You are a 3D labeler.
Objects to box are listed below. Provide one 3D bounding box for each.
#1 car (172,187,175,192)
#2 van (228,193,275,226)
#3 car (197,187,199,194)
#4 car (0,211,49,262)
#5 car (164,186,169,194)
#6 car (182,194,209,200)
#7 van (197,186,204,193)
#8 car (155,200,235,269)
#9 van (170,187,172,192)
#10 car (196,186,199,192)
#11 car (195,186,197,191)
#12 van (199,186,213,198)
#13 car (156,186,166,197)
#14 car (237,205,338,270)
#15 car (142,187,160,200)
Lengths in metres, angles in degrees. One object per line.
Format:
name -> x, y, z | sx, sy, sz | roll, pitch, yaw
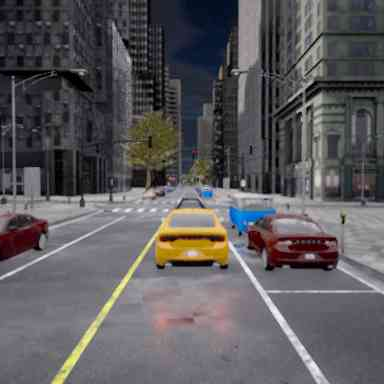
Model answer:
car -> -6.367, -0.526, 90.252 | 1.947, 1.339, 4.313 | 0, 1, 0
van -> 2.677, 0.968, 15.426 | 1.690, 1.788, 3.998 | 0, 1, 0
car -> 2.370, 0.181, 58.816 | 1.947, 1.339, 4.313 | 0, 1, 0
car -> -5.842, 1.309, 9.868 | 1.887, 1.381, 4.507 | 0, 1, 0
car -> -6.188, -0.179, 63.809 | 2.192, 1.841, 5.009 | 0, 1, 0
car -> -0.079, 1.069, 20.675 | 1.994, 1.385, 4.181 | 0, 1, 0
van -> 2.188, -0.658, 85.869 | 1.690, 1.788, 3.998 | 0, 1, 0
car -> 0.013, 1.229, 10.256 | 1.882, 1.535, 5.008 | 0, 1, 0
van -> -6.295, -0.513, 79.672 | 1.690, 1.788, 3.998 | 0, 1, 0
car -> 2.334, 0.036, 64.227 | 1.887, 1.381, 4.507 | 0, 1, 0
car -> 2.261, -0.204, 75.051 | 2.008, 1.369, 4.403 | 0, 1, 0
van -> 2.407, 0.081, 53.399 | 1.690, 1.788, 3.998 | 0, 1, 0
car -> -6.153, 0.172, 58.527 | 1.887, 1.381, 4.507 | 0, 1, 0
car -> 2.713, 1.303, 9.907 | 1.887, 1.381, 4.507 | 0, 1, 0
car -> -6.087, 0.401, 47.779 | 1.752, 1.417, 4.829 | 0, 1, 0
